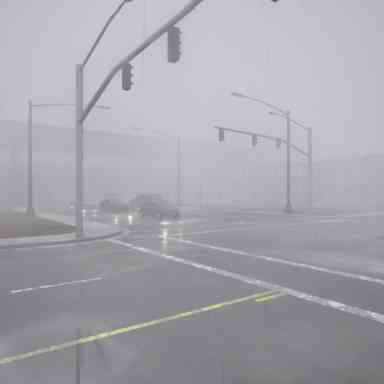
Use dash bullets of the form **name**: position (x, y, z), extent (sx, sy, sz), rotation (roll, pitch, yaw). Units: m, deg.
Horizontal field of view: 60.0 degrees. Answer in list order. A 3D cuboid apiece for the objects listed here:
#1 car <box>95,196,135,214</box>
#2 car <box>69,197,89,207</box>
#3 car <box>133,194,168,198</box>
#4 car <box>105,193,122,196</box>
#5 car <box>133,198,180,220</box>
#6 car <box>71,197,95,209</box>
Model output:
- **car**: position (-8.455, 1.478, 36.016), extent (1.882, 1.535, 5.008), rotation (0, 0, -36)
- **car**: position (-18.308, 1.547, 54.178), extent (2.033, 1.411, 5.357), rotation (0, 0, -8)
- **car**: position (-5.285, 1.221, 37.878), extent (2.150, 2.045, 5.566), rotation (0, 0, -36)
- **car**: position (-14.690, 1.221, 62.781), extent (2.150, 2.045, 5.566), rotation (-1, 0, 11)
- **car**: position (-2.872, 1.505, 28.448), extent (1.837, 1.490, 4.892), rotation (0, 0, -36)
- **car**: position (-14.258, 1.526, 44.302), extent (1.812, 1.442, 4.674), rotation (0, 0, -32)
